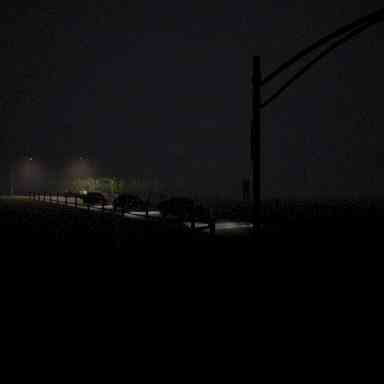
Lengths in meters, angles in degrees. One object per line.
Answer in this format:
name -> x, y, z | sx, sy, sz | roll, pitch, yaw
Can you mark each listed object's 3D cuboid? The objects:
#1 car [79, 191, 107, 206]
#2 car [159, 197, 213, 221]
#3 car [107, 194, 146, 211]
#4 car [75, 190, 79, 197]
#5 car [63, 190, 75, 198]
car -> -11.701, 0.815, 40.026 | 1.812, 1.442, 4.674 | 0, 1, -35
car -> -0.521, 1.120, 23.924 | 1.882, 1.535, 5.008 | 0, 1, -35
car -> -6.101, 0.970, 31.951 | 1.837, 1.490, 4.892 | 0, 1, -35
car -> -16.653, 0.603, 53.599 | 2.033, 1.411, 5.357 | 0, 1, -35
car -> -22.519, 0.355, 62.029 | 1.882, 1.535, 5.008 | 0, 1, -35
